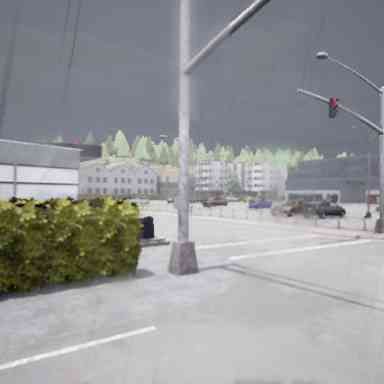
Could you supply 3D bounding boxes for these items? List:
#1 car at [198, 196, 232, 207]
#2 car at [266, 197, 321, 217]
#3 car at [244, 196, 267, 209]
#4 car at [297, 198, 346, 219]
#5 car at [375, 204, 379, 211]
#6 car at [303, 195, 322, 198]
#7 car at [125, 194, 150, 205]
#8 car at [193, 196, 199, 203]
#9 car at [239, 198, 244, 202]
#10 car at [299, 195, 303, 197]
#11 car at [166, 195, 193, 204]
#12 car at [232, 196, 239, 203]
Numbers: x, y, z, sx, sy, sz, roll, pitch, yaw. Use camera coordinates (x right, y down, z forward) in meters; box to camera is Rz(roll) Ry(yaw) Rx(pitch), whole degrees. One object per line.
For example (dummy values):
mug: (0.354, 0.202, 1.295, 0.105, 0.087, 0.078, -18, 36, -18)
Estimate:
car: (3.844, 1.621, 54.664, 4.514, 1.523, 2.007, 1, 0, -35)
car: (10.037, 1.580, 32.345, 5.027, 1.636, 2.152, 1, 0, -35)
car: (9.536, 1.642, 46.450, 3.633, 1.501, 1.845, 1, 0, -35)
car: (11.877, 1.589, 29.804, 4.514, 1.523, 2.007, 1, 0, -35)
car: (25.416, 1.807, 42.921, 3.806, 1.475, 1.970, 1, 0, -35)
car: (22.669, 1.592, 60.041, 4.605, 1.855, 1.932, 1, 0, -35)
car: (-9.639, 1.613, 60.389, 3.806, 1.475, 1.970, 1, 0, -35)
car: (1.514, 1.723, 76.705, 4.514, 1.523, 2.007, 1, 0, -35)
car: (13.333, 1.646, 72.670, 5.027, 1.636, 2.152, 1, 0, -35)
car: (20.666, 1.568, 62.186, 3.866, 1.878, 1.905, 1, 0, -35)
car: (-2.710, 1.428, 65.281, 4.605, 1.855, 1.932, 1, 0, -35)
car: (9.390, 1.722, 77.743, 3.806, 1.475, 1.970, 1, 0, -35)
